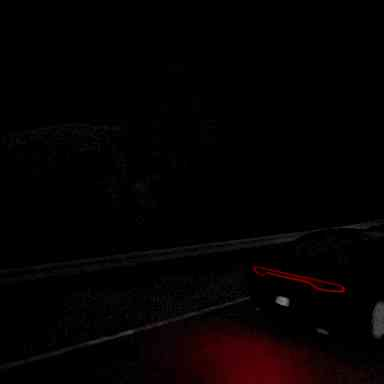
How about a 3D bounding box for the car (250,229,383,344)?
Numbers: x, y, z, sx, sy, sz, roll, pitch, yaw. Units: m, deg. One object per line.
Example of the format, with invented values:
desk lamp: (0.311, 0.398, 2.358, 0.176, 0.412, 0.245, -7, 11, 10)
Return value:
car: (3.274, 1.462, 6.498, 5.008, 1.535, 1.882, 0, 0, -39)
